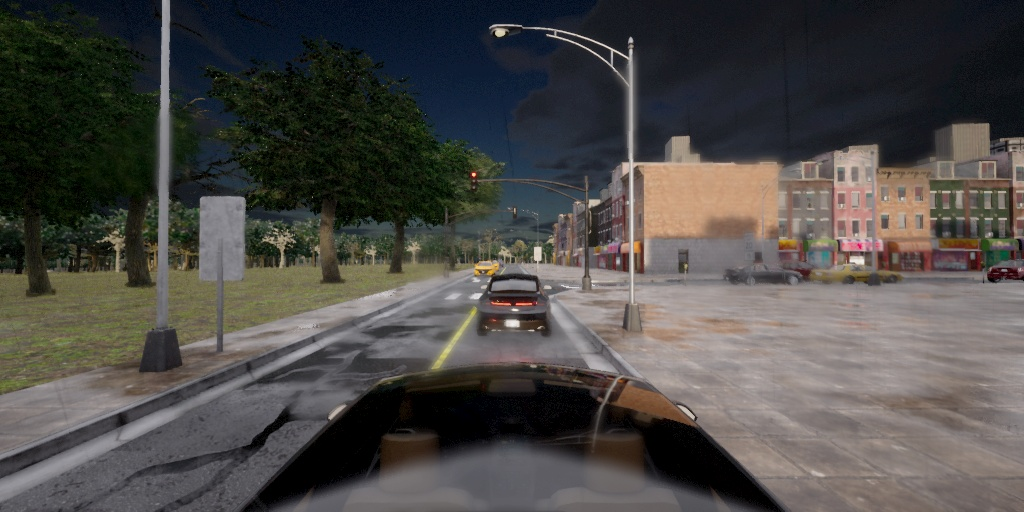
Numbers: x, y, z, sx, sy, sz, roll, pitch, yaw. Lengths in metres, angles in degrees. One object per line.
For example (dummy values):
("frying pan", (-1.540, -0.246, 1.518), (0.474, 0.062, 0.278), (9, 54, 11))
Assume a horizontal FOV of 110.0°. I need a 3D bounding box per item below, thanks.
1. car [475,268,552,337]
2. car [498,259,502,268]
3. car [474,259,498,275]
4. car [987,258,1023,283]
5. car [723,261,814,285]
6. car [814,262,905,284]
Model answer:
("car", (0.104, 1.261, 10.382), (1.837, 1.490, 4.892), (0, 0, 2))
("car", (-2.735, 1.342, 48.598), (1.882, 1.535, 5.008), (0, 0, 0))
("car", (-2.765, 1.286, 37.176), (1.882, 1.535, 5.008), (0, 0, 0))
("car", (32.553, 0.900, 22.286), (4.097, 1.591, 1.967), (0, 0, 0))
("car", (15.530, 1.139, 22.215), (4.403, 1.370, 2.007), (0, 0, 0))
("car", (21.375, 1.069, 22.240), (4.829, 1.417, 1.751), (0, 0, 0))
